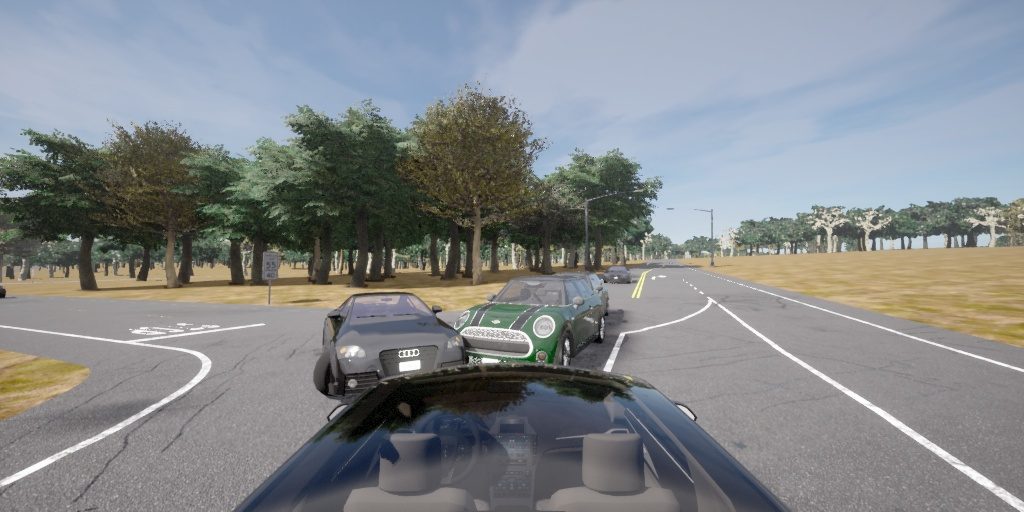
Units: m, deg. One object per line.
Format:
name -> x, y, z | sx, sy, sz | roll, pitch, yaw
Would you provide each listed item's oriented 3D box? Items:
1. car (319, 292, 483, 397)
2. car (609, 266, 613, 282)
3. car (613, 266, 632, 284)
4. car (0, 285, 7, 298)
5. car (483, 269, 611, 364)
car -> -2.356, 1.376, 6.640 | 1.994, 1.385, 4.181 | 1, -2, -29
car -> 2.022, 1.344, 12.158 | 2.097, 1.767, 4.553 | -1, -1, 21
car -> 8.667, 1.511, 29.327 | 1.994, 1.385, 4.181 | -1, 0, 22
car -> -40.862, 2.562, 27.403 | 4.181, 1.385, 1.994 | -2, -3, 22
car -> 0.615, 1.218, 7.845 | 2.097, 1.767, 4.553 | -1, -2, 26
